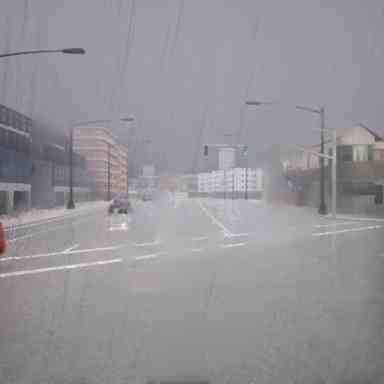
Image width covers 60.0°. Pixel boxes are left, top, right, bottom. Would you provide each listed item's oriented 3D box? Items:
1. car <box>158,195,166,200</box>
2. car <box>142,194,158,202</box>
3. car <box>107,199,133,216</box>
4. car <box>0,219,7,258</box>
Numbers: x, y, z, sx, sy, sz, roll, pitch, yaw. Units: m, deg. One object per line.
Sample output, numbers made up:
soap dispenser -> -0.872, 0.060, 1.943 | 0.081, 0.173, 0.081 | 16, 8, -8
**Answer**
car -> -8.357, 1.343, 84.854 | 2.033, 1.411, 5.357 | 0, -1, -1
car -> -7.734, 1.066, 59.010 | 2.128, 1.511, 4.902 | 0, 1, -1
car -> -7.115, 1.514, 33.307 | 2.128, 1.511, 4.902 | 0, 1, -1
car -> -6.493, 1.263, 7.558 | 2.150, 2.045, 5.566 | 0, 0, -1
